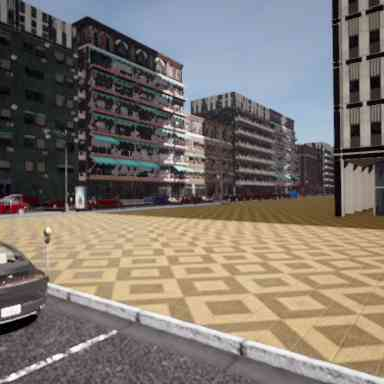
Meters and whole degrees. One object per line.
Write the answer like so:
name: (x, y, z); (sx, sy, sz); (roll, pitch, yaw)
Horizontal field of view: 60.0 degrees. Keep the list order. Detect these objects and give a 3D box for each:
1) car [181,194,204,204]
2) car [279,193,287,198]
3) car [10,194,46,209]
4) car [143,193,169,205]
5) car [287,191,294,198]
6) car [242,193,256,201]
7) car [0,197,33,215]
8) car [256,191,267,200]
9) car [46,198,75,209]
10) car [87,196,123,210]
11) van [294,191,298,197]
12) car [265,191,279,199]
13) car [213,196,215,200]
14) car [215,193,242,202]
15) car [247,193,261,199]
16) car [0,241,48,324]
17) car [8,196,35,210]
car: (0.100, 1.025, 50.373); (1.967, 1.590, 4.097); (0, 0, 36)
car: (19.626, 0.902, 77.181); (2.008, 1.369, 4.403); (0, 0, 36)
car: (-19.691, 1.180, 37.435); (2.192, 1.841, 5.009); (0, 0, 36)
car: (-5.648, 1.029, 52.288); (2.097, 1.767, 4.553); (-1, 0, 36)
car: (22.881, 0.896, 81.649); (1.802, 1.307, 4.206); (-1, 0, 36)
car: (9.864, 1.012, 63.777); (1.887, 1.381, 4.507); (0, 0, 36)
car: (-16.170, 1.376, 28.033); (1.802, 1.307, 4.206); (0, 0, 36)
car: (13.118, 1.010, 68.245); (1.802, 1.307, 4.206); (0, 0, 36)
car: (-16.434, 1.368, 41.905); (1.887, 1.381, 4.507); (0, 0, 36)
car: (-9.662, 1.149, 36.969); (1.967, 1.590, 4.097); (0, 0, 36)
van: (26.133, 0.618, 86.117); (1.690, 1.788, 3.998); (-1, 0, 36)
car: (16.370, 0.704, 72.713); (2.192, 1.841, 5.009); (0, 0, 36)
car: (6.344, 0.982, 73.179); (1.967, 1.590, 4.097); (0, 0, 36)
car: (6.609, 1.057, 59.309); (2.008, 1.369, 4.403); (0, 0, 36)
car: (16.108, 0.994, 86.584); (1.947, 1.339, 4.313); (0, 0, 36)
car: (-4.468, 1.544, 6.257); (4.403, 1.369, 2.008); (0, -1, 36)
car: (-19.285, 1.399, 33.603); (2.033, 1.411, 5.357); (-1, 0, 36)
